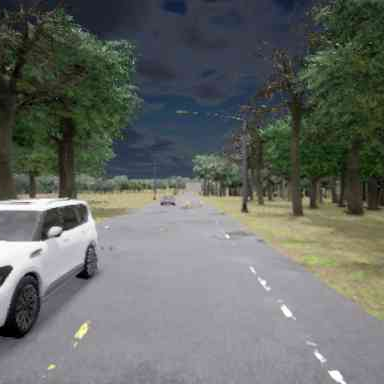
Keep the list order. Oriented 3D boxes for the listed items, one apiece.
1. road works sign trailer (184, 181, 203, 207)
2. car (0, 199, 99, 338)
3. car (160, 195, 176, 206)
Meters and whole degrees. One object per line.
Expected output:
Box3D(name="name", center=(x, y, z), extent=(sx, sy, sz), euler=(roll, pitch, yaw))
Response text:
Box3D(name="road works sign trailer", center=(0.193, 0.316, 46.711), extent=(2.380, 3.560, 2.880), euler=(0, 0, -8))
Box3D(name="car", center=(-3.601, 1.193, 6.897), extent=(2.150, 2.045, 5.566), euler=(0, 0, 0))
Box3D(name="car", center=(-3.572, 1.196, 49.789), extent=(2.097, 1.767, 4.553), euler=(0, 0, 0))
